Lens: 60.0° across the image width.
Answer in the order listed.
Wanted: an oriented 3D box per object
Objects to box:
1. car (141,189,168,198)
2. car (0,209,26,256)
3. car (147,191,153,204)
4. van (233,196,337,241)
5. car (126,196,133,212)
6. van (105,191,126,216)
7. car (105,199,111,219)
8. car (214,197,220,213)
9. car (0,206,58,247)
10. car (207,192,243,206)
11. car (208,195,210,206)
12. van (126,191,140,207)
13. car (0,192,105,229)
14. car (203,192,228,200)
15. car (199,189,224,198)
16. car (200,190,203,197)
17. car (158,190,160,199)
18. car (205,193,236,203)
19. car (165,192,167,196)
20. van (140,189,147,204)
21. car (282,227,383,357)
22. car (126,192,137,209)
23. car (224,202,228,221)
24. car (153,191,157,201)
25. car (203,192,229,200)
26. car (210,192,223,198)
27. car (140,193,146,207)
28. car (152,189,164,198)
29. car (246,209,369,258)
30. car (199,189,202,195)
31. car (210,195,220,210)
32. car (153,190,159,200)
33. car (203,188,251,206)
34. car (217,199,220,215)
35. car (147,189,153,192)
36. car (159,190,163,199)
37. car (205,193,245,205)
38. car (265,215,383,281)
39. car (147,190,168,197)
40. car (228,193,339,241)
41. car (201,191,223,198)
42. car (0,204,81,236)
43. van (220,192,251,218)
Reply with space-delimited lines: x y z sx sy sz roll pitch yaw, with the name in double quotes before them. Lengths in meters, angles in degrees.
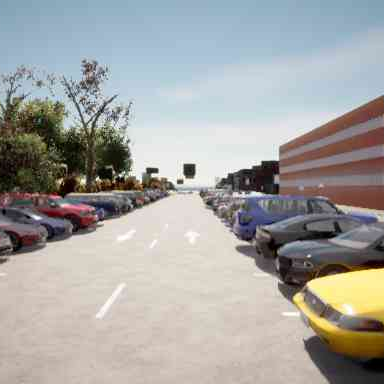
"car" -8.130 0.300 72.207 5.566 2.045 2.435 0 1 0
"car" -8.169 1.424 10.202 4.892 1.521 2.231 0 0 0
"car" -8.158 1.054 43.979 5.008 1.535 2.097 0 1 0
"van" 4.298 1.198 15.894 4.442 1.987 1.878 0 0 0
"car" -8.188 1.331 29.990 4.792 1.488 2.163 0 1 0
"van" -8.039 1.125 27.159 4.442 1.987 1.878 0 1 0
"car" -8.155 1.420 21.383 5.008 1.535 2.097 0 0 0
"car" 4.418 1.391 27.219 4.674 1.452 2.002 0 1 0
"car" -8.133 1.453 12.900 4.792 1.488 2.163 0 0 0
"car" 4.384 0.926 44.167 4.553 1.767 2.185 0 1 0
"car" 4.412 1.241 35.694 4.674 1.452 2.002 0 1 0
"van" -8.273 0.976 35.629 4.442 1.987 1.878 0 1 0
"car" -8.133 1.172 18.548 5.566 2.045 2.435 0 0 0
"car" 4.418 0.743 63.947 4.674 1.452 2.002 0 1 0
"car" 4.443 0.243 75.243 5.566 2.045 2.435 0 1 0
"car" 4.229 0.949 49.820 5.366 1.575 1.946 0 1 0
"car" -8.182 0.883 55.396 4.792 1.488 2.163 0 1 0
"car" 4.418 0.942 52.646 4.674 1.452 2.002 0 1 0
"car" -8.164 0.602 69.512 4.892 1.521 2.231 0 1 0
"van" -8.269 0.876 41.278 4.442 1.987 1.878 0 1 0
"car" 4.229 1.421 4.591 5.366 1.575 1.946 0 0 0
"car" -8.125 1.128 32.684 4.553 1.767 2.185 0 1 0
"car" 4.412 1.464 18.719 4.674 1.452 2.002 0 0 0
"car" -8.148 0.955 49.625 5.008 1.535 2.097 0 1 0
"car" 4.412 0.793 61.122 4.674 1.452 2.002 0 1 0
"car" 4.384 1.125 32.866 4.553 1.767 2.185 0 1 0
"car" -8.161 1.153 38.457 4.892 1.521 2.231 0 1 0
"car" -8.148 0.753 61.043 5.008 1.535 2.097 0 1 0
"car" 4.409 1.424 10.242 5.008 1.535 2.097 0 0 0
"car" 4.420 0.601 69.596 5.008 1.535 2.097 0 1 0
"car" 4.420 1.301 30.043 5.008 1.535 2.097 0 1 0
"car" -8.158 0.905 52.448 5.008 1.535 2.097 0 1 0
"car" 4.387 0.900 38.514 5.566 2.045 2.435 0 1 0
"car" 4.412 1.436 24.384 4.674 1.452 2.002 0 1 0
"car" -8.184 0.879 46.800 4.553 1.767 2.185 0 1 0
"car" -8.149 0.803 58.219 5.008 1.535 2.097 0 1 0
"car" 4.600 0.999 46.995 5.366 1.575 1.946 0 1 0
"car" 4.420 1.424 7.418 5.008 1.535 2.097 0 0 0
"car" -8.095 0.307 77.988 4.553 1.767 2.185 0 0 0
"car" 4.443 1.173 13.069 5.566 2.045 2.435 0 0 0
"car" 4.418 0.588 72.424 4.674 1.452 2.002 0 1 0
"car" -8.132 1.453 15.724 4.792 1.488 2.163 0 0 0
"van" 4.298 1.194 21.425 4.442 1.987 1.878 0 0 0
